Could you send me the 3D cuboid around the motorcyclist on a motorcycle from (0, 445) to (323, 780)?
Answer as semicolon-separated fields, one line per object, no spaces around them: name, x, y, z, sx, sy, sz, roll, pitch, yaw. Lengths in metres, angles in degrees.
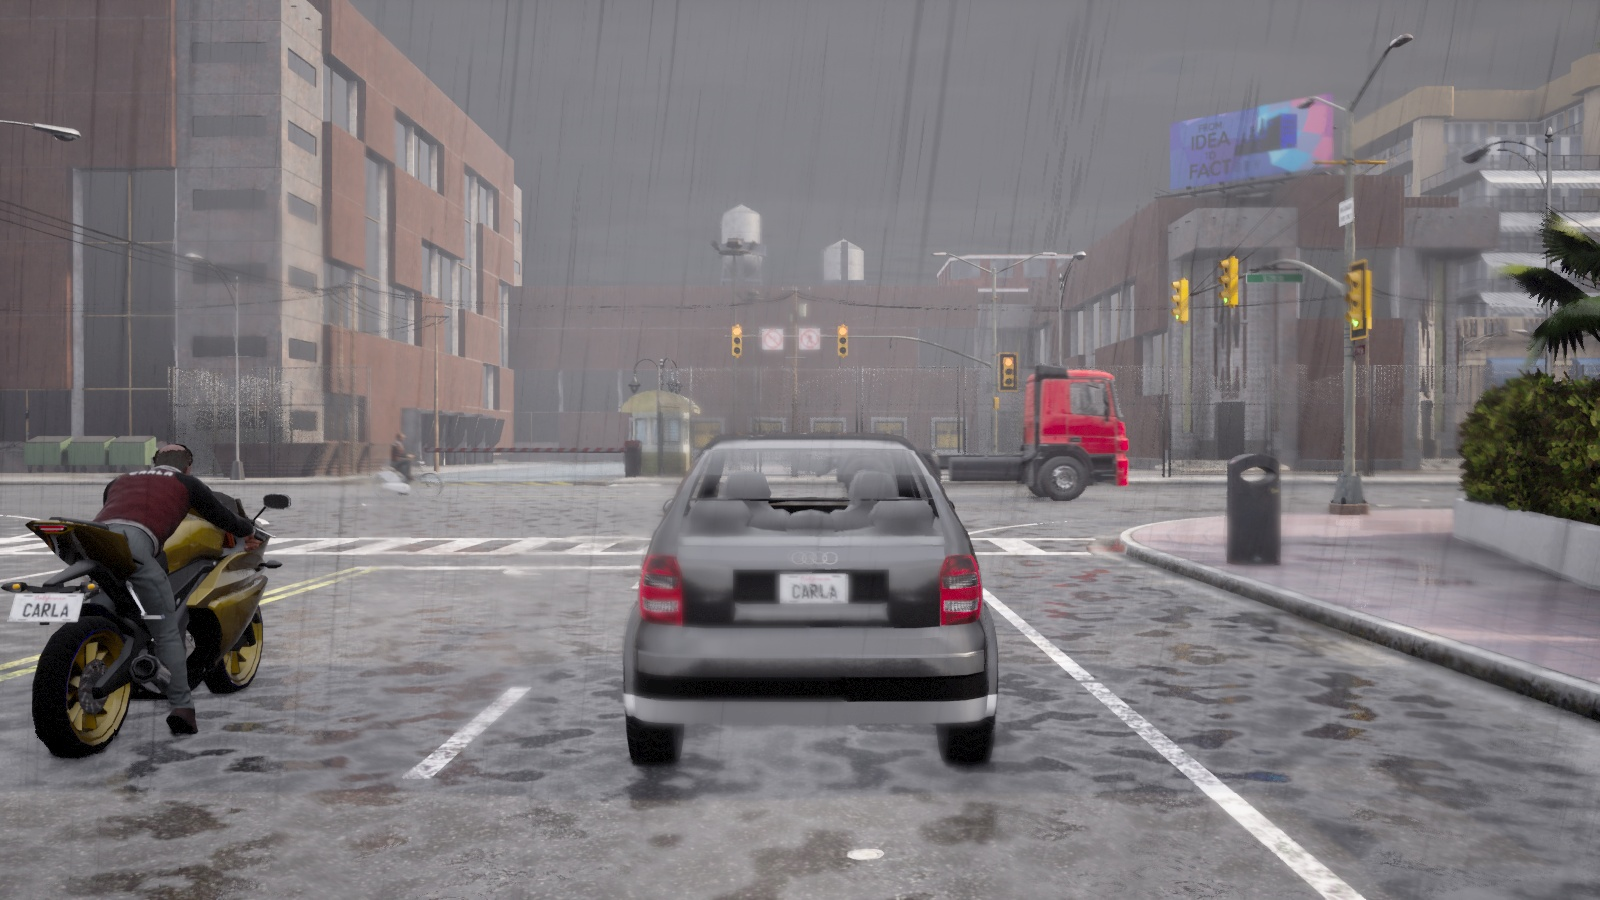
motorcyclist on a motorcycle;-3.454;0.740;6.842;0.866;1.530;2.191;0;0;0

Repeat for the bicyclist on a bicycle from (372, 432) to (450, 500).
bicyclist on a bicycle;-10.300;0.421;33.299;1.843;1.776;0.659;0;0;1

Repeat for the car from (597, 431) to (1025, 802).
car;0.051;0.685;7.106;1.789;1.549;3.705;0;0;0

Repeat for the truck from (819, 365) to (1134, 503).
truck;4.461;-0.419;33.096;7.936;3.462;2.891;0;0;1
